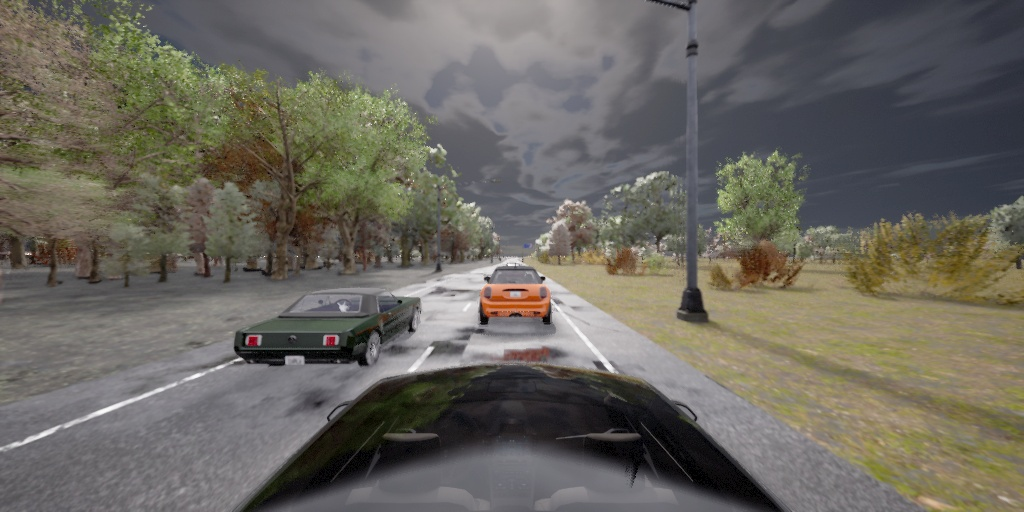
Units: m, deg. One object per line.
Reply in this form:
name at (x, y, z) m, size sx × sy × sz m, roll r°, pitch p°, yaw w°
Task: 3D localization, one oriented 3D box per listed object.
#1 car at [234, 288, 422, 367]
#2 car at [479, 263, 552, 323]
car at (-3.401, 1.348, 7.846) m, size 1.895 × 1.301 × 4.718 m, roll 0°, pitch 0°, yaw 0°
car at (0.099, 1.096, 12.187) m, size 2.097 × 1.767 × 4.553 m, roll 0°, pitch 0°, yaw 0°
